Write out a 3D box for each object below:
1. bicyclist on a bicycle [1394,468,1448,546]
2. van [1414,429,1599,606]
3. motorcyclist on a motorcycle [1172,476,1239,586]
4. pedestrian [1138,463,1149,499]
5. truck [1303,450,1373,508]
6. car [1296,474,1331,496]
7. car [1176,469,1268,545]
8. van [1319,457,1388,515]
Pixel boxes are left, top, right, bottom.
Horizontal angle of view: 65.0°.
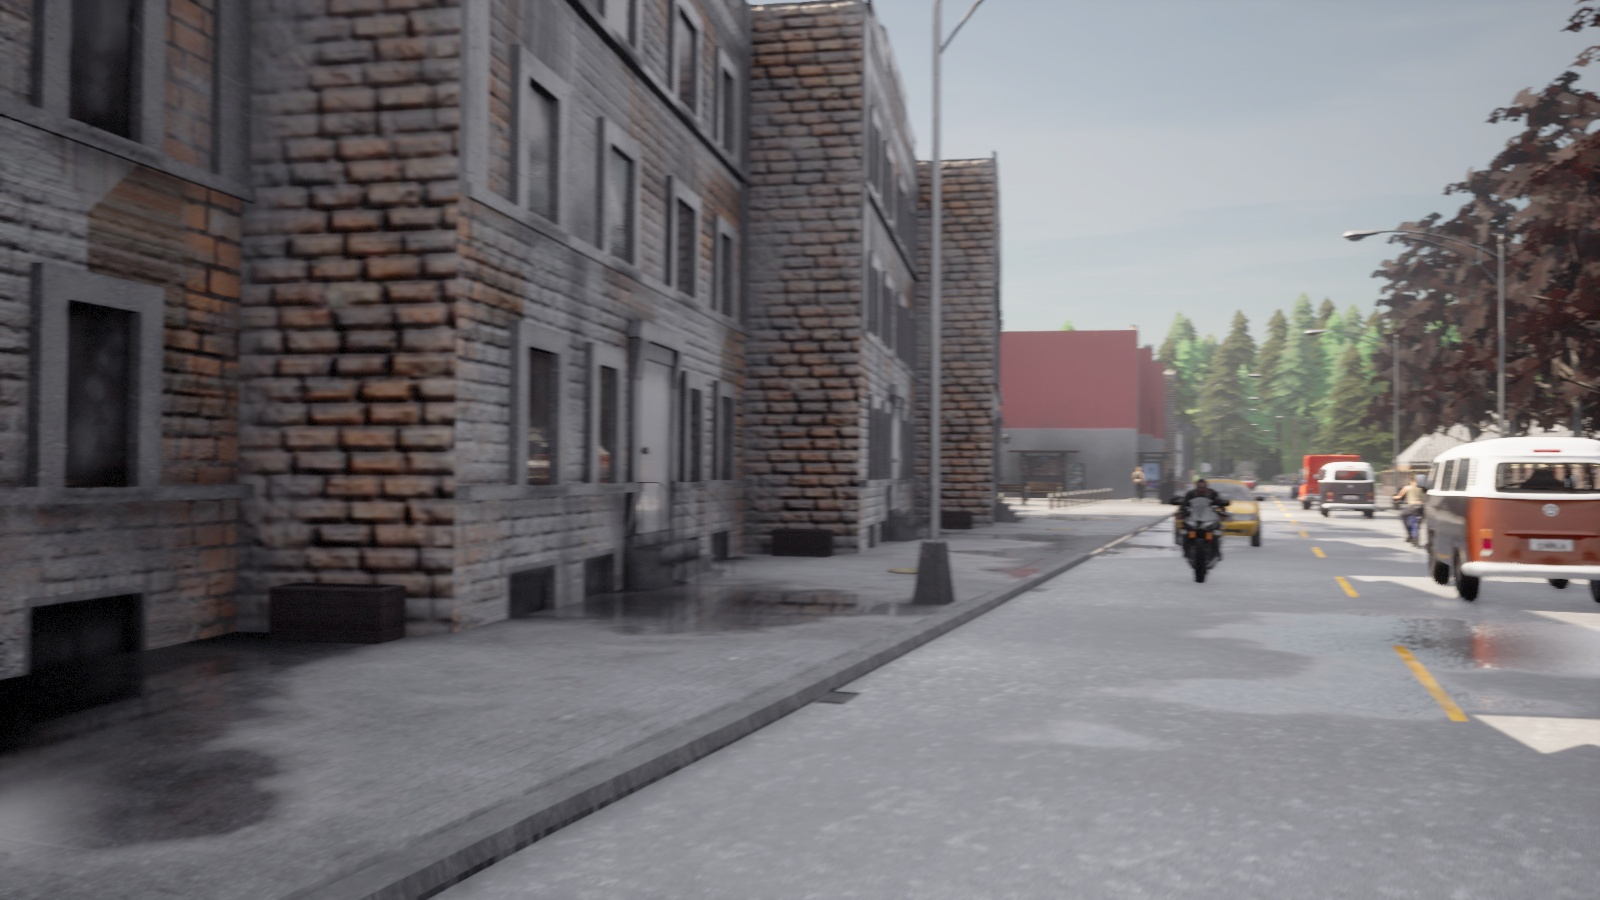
[{"bbox_3d":[13.347,1.199,27.029,0.866,1.612,1.509,0,-1,20],"label":"bicyclist on a bicycle"},{"bbox_3d":[9.603,0.815,16.757,2.069,2.038,4.480,0,-1,20],"label":"van"},{"bbox_3d":[6.073,1.162,18.746,0.866,1.530,2.191,0,-1,20],"label":"motorcyclist on a motorcycle"},{"bbox_3d":[17.560,1.579,64.204,0.345,1.836,0.594,-1,-1,33],"label":"pedestrian"},{"bbox_3d":[24.114,1.272,56.493,2.627,2.467,5.204,0,-1,20],"label":"truck"},{"bbox_3d":[33.093,2.229,81.034,1.994,1.385,4.181,0,-1,21],"label":"car"},{"bbox_3d":[9.743,1.234,28.807,1.801,1.575,5.366,0,-1,20],"label":"car"},{"bbox_3d":[20.597,1.318,46.879,2.069,2.038,4.480,0,-1,20],"label":"van"}]
